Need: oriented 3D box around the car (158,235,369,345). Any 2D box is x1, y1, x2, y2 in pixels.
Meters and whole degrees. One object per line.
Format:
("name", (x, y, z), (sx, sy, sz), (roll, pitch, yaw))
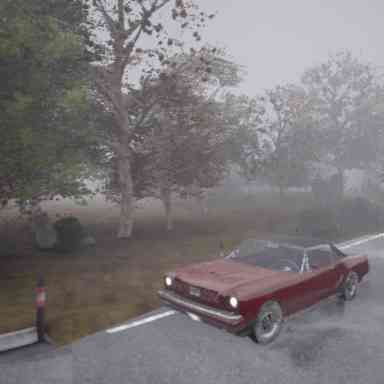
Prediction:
("car", (1.670, 1.601, 6.576), (4.718, 1.301, 1.895), (0, 0, -42))
